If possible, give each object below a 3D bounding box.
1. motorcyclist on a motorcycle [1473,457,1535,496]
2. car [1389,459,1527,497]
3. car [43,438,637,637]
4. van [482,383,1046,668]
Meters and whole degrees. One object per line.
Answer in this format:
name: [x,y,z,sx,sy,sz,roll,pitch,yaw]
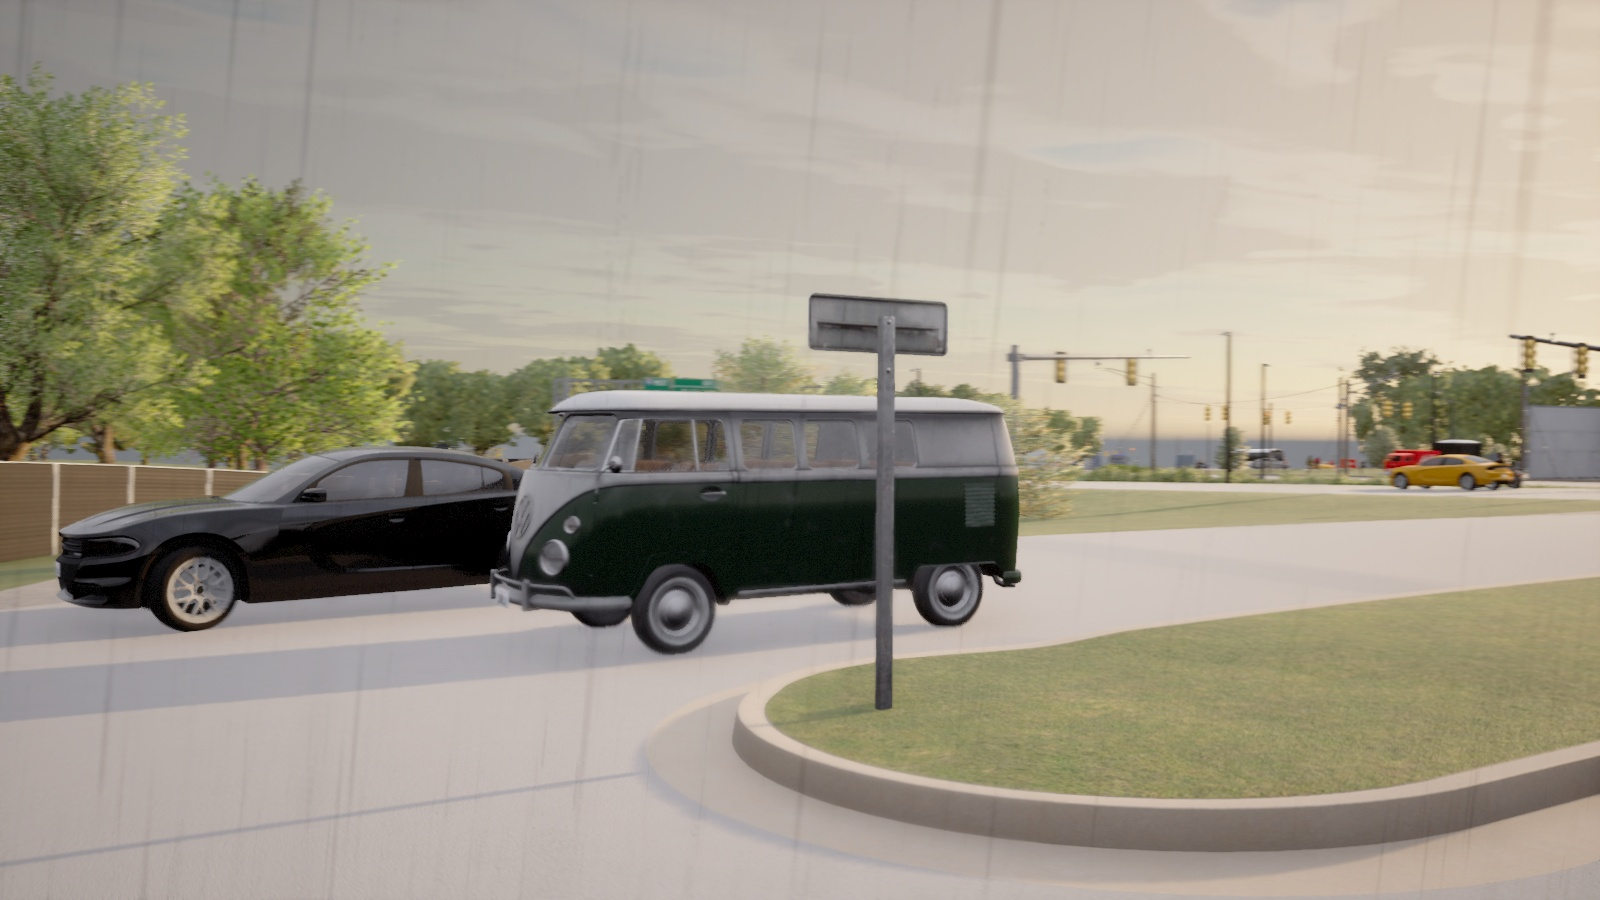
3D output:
motorcyclist on a motorcycle: [31.115,1.159,55.539,0.766,1.649,2.350,0,-1,-29]
car: [28.083,1.165,53.790,1.882,1.535,5.008,0,-1,-29]
car: [-4.227,0.676,12.028,5.008,1.535,1.882,0,1,-37]
van: [-0.230,0.511,10.616,4.442,1.987,1.775,0,1,-30]
